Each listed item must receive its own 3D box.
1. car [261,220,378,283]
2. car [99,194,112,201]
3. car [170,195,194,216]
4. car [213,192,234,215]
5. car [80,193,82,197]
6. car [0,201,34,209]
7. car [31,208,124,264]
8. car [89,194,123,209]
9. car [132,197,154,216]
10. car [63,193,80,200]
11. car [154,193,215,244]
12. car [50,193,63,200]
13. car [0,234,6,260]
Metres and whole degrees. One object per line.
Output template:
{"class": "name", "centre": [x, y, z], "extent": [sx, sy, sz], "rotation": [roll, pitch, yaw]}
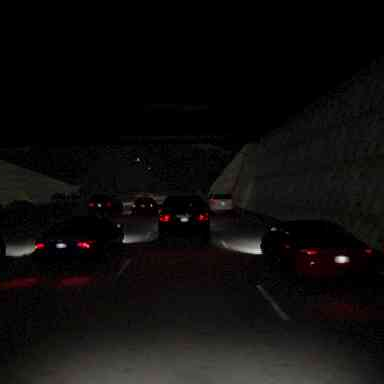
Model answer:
{"class": "car", "centre": [3.307, 1.468, 9.438], "extent": [1.994, 1.385, 4.181], "rotation": [-1, 0, -1]}
{"class": "car", "centre": [-20.003, 1.183, 76.688], "extent": [1.837, 1.490, 4.892], "rotation": [-1, 0, -2]}
{"class": "car", "centre": [-0.929, 1.226, 31.800], "extent": [2.097, 1.767, 4.553], "rotation": [-1, 0, -2]}
{"class": "car", "centre": [2.590, 1.041, 31.229], "extent": [2.150, 2.045, 5.566], "rotation": [-1, 0, -2]}
{"class": "car", "centre": [-23.501, 1.266, 76.574], "extent": [2.128, 1.511, 4.902], "rotation": [-1, 0, -2]}
{"class": "car", "centre": [-18.765, 1.672, 36.142], "extent": [1.812, 1.442, 4.674], "rotation": [-1, 0, -2]}
{"class": "car", "centre": [-3.763, 1.556, 11.882], "extent": [2.033, 1.411, 5.357], "rotation": [-1, 0, -2]}
{"class": "car", "centre": [-7.899, 1.215, 30.781], "extent": [2.150, 2.045, 5.566], "rotation": [-1, 0, -2]}
{"class": "car", "centre": [-4.427, 1.284, 31.675], "extent": [2.097, 1.767, 4.553], "rotation": [-1, 0, -2]}
{"class": "car", "centre": [-27.002, 1.023, 76.428], "extent": [2.150, 2.045, 5.566], "rotation": [-1, 0, -2]}
{"class": "car", "centre": [-0.387, 1.159, 15.689], "extent": [2.150, 2.045, 5.566], "rotation": [-1, 0, -2]}
{"class": "car", "centre": [-30.485, 1.162, 75.905], "extent": [2.150, 2.045, 5.566], "rotation": [-1, 0, -2]}
{"class": "car", "centre": [-7.192, 1.583, 9.335], "extent": [1.837, 1.490, 4.892], "rotation": [-1, 1, -2]}
